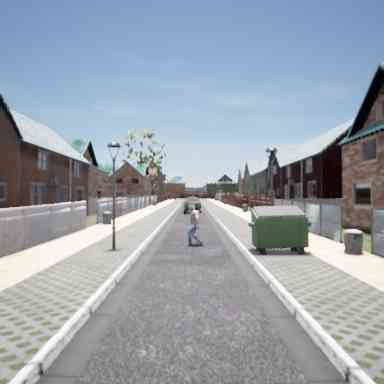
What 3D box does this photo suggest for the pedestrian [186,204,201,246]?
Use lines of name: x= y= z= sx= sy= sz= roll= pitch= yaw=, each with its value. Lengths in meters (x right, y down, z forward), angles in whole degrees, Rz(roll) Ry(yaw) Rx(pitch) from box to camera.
pedestrian: x=0.054 y=1.283 z=13.653 sx=0.375 sy=1.860 sz=0.375 roll=2 pitch=-2 yaw=-6

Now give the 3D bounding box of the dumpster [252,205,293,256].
dumpster: x=2.988 y=1.386 z=12.523 sx=1.020 sy=1.700 sz=1.940 roll=-1 pitch=-1 yaw=0

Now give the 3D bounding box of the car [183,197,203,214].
car: x=0.085 y=1.472 z=35.784 sx=1.837 sy=1.490 sz=4.892 roll=0 pitch=-2 yaw=0

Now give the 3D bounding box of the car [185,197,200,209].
car: x=0.075 y=1.442 z=46.667 sx=1.882 sy=1.535 sz=5.008 roll=0 pitch=0 yaw=0
